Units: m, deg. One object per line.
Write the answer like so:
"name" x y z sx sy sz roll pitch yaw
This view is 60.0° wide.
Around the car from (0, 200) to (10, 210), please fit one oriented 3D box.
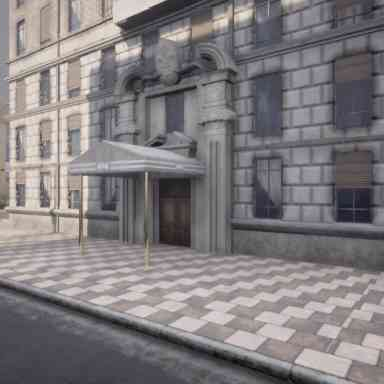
"car" -24.060 1.601 40.470 1.895 1.301 4.718 0 0 35
